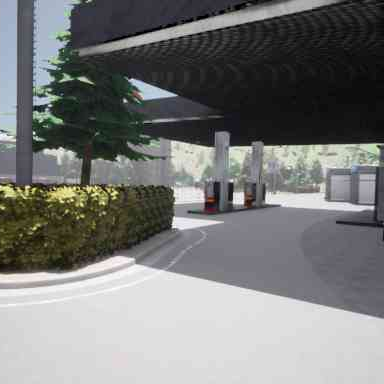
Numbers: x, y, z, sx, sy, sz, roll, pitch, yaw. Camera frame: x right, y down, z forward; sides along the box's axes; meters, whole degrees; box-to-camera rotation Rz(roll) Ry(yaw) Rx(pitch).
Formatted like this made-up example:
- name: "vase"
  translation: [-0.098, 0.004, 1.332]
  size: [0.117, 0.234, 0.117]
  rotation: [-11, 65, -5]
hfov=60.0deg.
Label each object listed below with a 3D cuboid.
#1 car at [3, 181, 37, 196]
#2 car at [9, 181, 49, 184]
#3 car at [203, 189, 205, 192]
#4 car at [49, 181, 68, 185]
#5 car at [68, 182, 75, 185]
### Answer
- name: "car"
  translation: [-21.902, -0.472, 42.394]
  size: [4.605, 1.855, 1.932]
  rotation: [2, 2, 35]
- name: "car"
  translation: [-17.351, -0.184, 35.189]
  size: [3.866, 1.878, 1.905]
  rotation: [2, 2, 35]
- name: "car"
  translation: [4.686, -0.310, 65.637]
  size: [5.027, 1.636, 2.152]
  rotation: [2, 2, 35]
- name: "car"
  translation: [-26.976, -1.264, 65.408]
  size: [3.866, 1.878, 1.905]
  rotation: [2, 2, 35]
- name: "car"
  translation: [-25.645, -1.289, 68.024]
  size: [4.605, 1.855, 1.932]
  rotation: [2, 2, 35]
